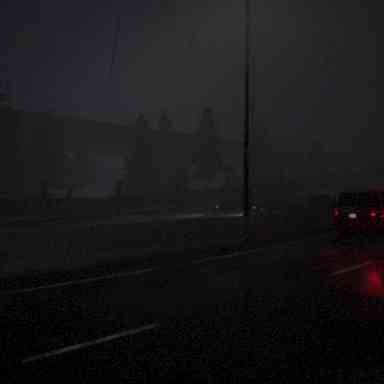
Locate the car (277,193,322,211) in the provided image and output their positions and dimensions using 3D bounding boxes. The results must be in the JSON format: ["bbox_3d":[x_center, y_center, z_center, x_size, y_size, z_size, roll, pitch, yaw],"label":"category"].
[{"bbox_3d":[8.196,0.806,22.740,4.181,1.385,1.994,-5,3,-35],"label":"car"}]

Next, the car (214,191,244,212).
[{"bbox_3d":[4.026,0.743,28.363,4.902,1.511,2.128,-5,3,-35],"label":"car"}]

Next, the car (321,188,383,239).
[{"bbox_3d":[8.122,0.810,13.844,5.566,2.045,2.150,-4,2,-35],"label":"car"}]

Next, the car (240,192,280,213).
[{"bbox_3d":[6.168,0.806,25.592,4.181,1.385,1.994,-5,3,-35],"label":"car"}]

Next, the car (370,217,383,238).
[{"bbox_3d":[7.235,1.314,8.912,5.357,1.411,2.033,-3,2,-35],"label":"car"}]
